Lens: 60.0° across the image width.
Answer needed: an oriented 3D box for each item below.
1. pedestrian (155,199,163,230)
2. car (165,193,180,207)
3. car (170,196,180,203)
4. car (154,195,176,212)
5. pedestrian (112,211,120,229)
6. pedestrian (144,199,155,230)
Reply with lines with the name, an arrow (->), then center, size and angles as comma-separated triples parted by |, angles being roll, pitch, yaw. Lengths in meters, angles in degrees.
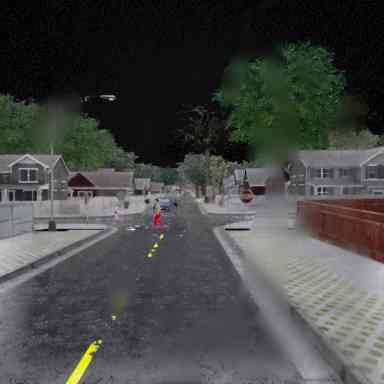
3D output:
pedestrian -> -2.050, 1.289, 19.690 | 0.375, 1.860, 0.375 | 0, 0, -1
car -> -3.323, 1.196, 51.473 | 2.150, 2.045, 5.566 | 0, 1, 0
car -> -3.384, 1.497, 67.769 | 1.812, 1.442, 4.674 | 0, 0, 0
car -> -3.247, 1.465, 38.639 | 1.882, 1.535, 5.008 | 0, 0, 1
pedestrian -> -4.597, 1.669, 20.269 | 0.500, 1.100, 0.500 | 0, 0, -1
pedestrian -> -2.464, 1.289, 19.080 | 0.375, 1.860, 0.375 | 0, 0, -1
